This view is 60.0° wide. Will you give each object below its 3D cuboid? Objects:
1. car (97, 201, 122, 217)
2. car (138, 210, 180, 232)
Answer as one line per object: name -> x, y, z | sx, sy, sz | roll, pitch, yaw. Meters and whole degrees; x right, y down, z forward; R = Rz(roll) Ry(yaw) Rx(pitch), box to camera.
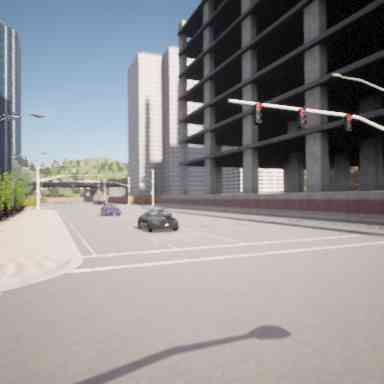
car -> -9.956, 2.232, 40.653 | 2.033, 1.411, 5.357 | 0, -1, -23
car -> -2.378, 1.933, 22.909 | 1.994, 1.385, 4.181 | 0, -1, -23
